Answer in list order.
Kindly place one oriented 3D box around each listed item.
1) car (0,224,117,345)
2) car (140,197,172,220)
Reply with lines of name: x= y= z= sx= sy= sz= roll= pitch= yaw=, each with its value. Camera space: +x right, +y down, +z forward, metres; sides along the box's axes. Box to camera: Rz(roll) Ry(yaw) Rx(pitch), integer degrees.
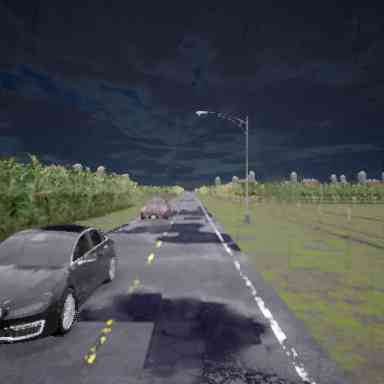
car: x=-2.830 y=1.478 z=6.699 sx=1.837 sy=1.490 sz=4.892 roll=0 pitch=0 yaw=0
car: x=-2.782 y=1.237 z=26.371 sx=2.097 sy=1.767 sz=4.553 roll=0 pitch=0 yaw=0
